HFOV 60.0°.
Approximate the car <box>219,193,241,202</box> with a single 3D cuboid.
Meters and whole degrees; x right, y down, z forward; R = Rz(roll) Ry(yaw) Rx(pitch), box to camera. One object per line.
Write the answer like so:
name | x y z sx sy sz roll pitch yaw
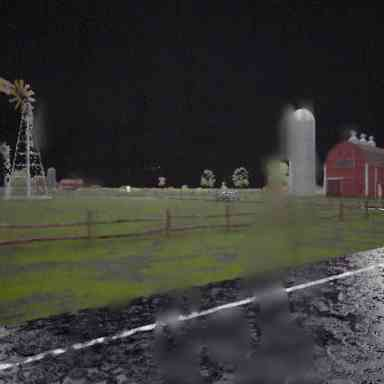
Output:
car | 6.937 0.992 61.414 1.837 1.490 4.892 -1 1 -35
